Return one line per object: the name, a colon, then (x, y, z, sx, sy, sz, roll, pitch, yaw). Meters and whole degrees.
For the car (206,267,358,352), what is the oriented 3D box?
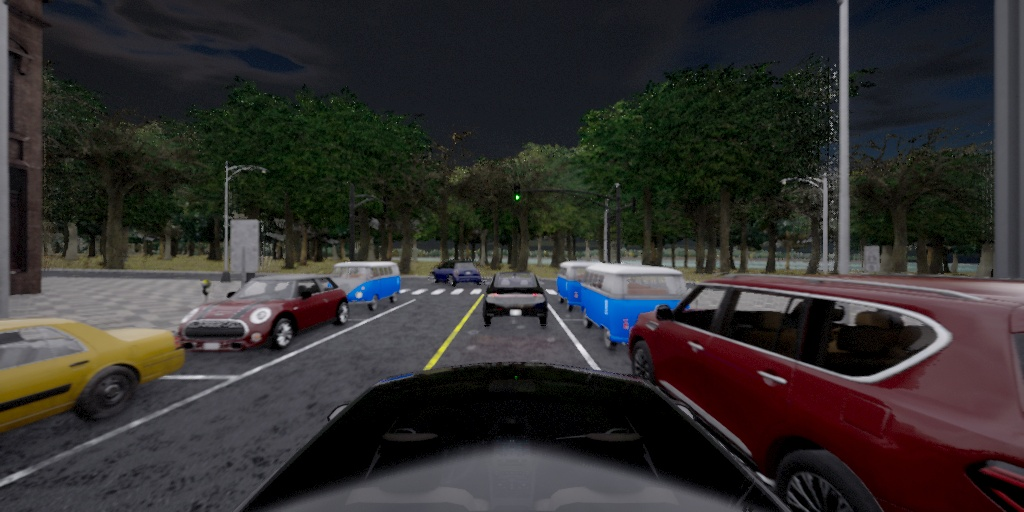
car: (-5.764, 1.208, 8.877, 1.967, 1.591, 4.097, 0, 0, 0)

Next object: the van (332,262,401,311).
van: (-5.764, 1.123, 14.315, 1.690, 1.789, 3.998, 0, 0, 0)

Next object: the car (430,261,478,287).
car: (-4.041, 1.124, 25.081, 2.097, 1.767, 4.553, -1, 1, -34)

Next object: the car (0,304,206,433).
car: (-5.763, 1.280, 3.270, 1.751, 1.417, 4.829, 0, 0, 0)

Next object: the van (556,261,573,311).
van: (2.761, 1.123, 14.315, 1.690, 1.789, 3.998, 0, 0, 0)

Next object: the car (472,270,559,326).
car: (0.096, 1.267, 11.794, 2.128, 1.511, 4.902, 0, 0, 0)

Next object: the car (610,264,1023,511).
car: (2.762, 1.069, 3.440, 2.192, 1.841, 5.009, 0, 0, 0)

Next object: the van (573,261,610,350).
van: (2.762, 1.109, 8.878, 1.690, 1.789, 3.998, 0, 0, 0)
